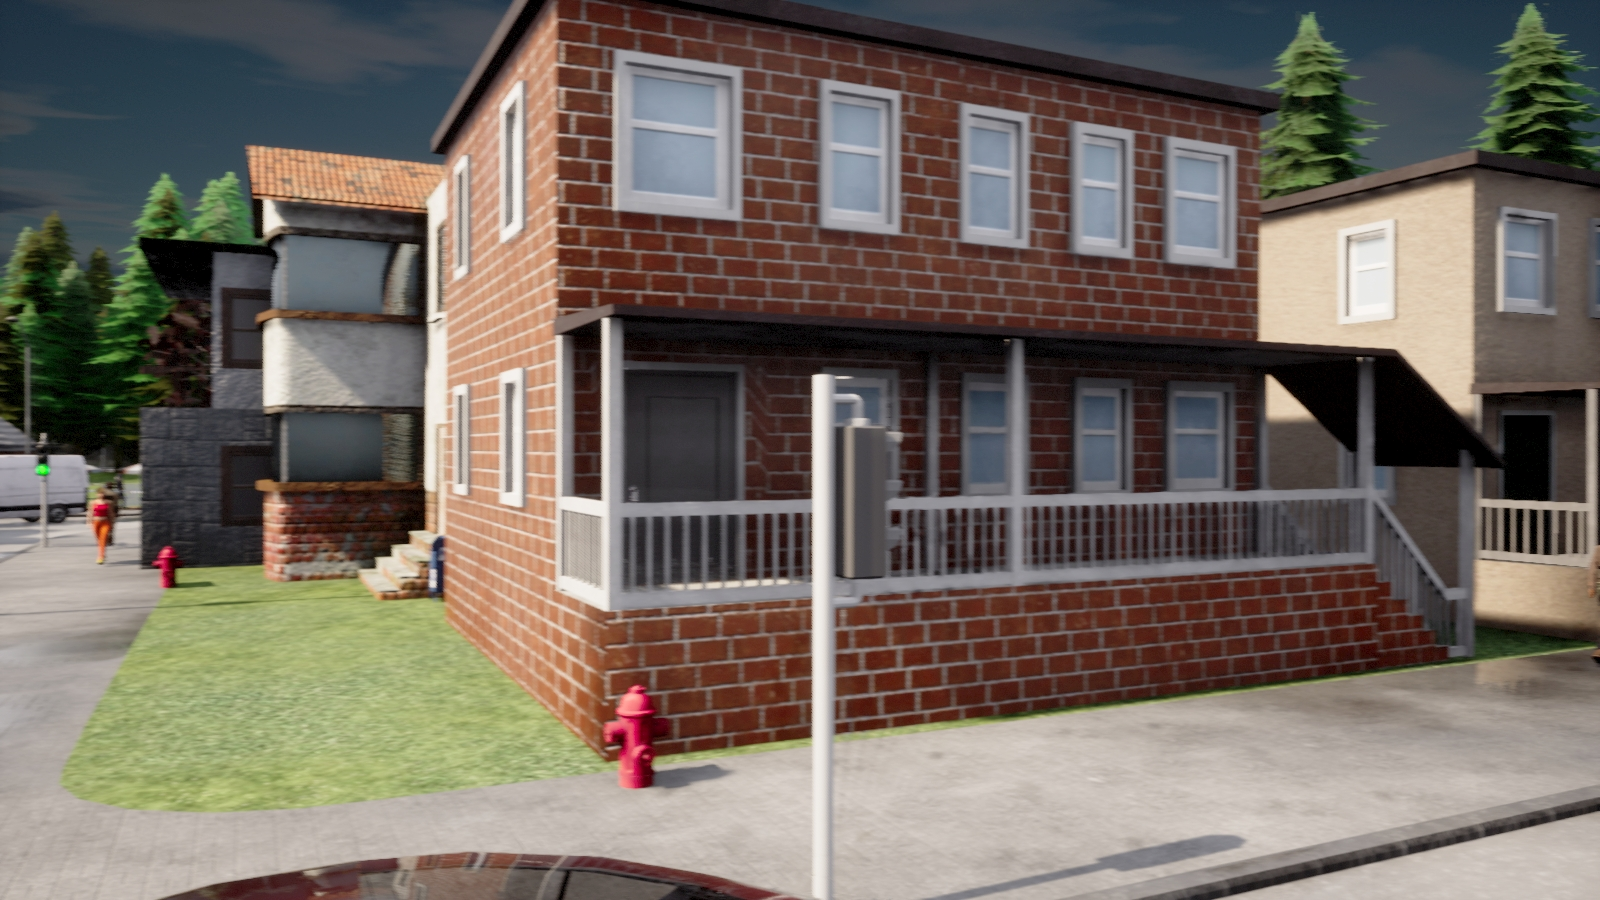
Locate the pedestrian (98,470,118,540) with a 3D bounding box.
[{"bbox_3d":[-18.610,1.473,30.730,0.375,1.860,0.375,0,0,-19],"label":"pedestrian"}]

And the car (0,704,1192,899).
[{"bbox_3d":[-1.623,1.839,2.998,4.792,1.488,2.163,0,0,-23],"label":"car"}]

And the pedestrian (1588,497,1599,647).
[{"bbox_3d":[10.136,1.523,14.251,0.375,1.860,0.375,0,0,-27],"label":"pedestrian"}]

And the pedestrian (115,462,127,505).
[{"bbox_3d":[-29.638,1.454,49.857,0.375,1.860,0.375,0,0,-41],"label":"pedestrian"}]

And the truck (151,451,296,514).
[{"bbox_3d":[-23.625,1.286,47.007,5.204,2.467,2.627,0,0,-26],"label":"truck"}]

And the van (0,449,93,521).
[{"bbox_3d":[-29.309,1.251,41.500,1.988,2.561,5.915,0,0,30],"label":"van"}]

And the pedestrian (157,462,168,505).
[{"bbox_3d":[-27.548,1.455,49.405,0.375,1.860,0.375,0,0,-36],"label":"pedestrian"}]

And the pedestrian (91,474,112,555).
[{"bbox_3d":[-16.110,1.478,26.358,0.375,1.860,0.375,0,0,-26],"label":"pedestrian"}]
